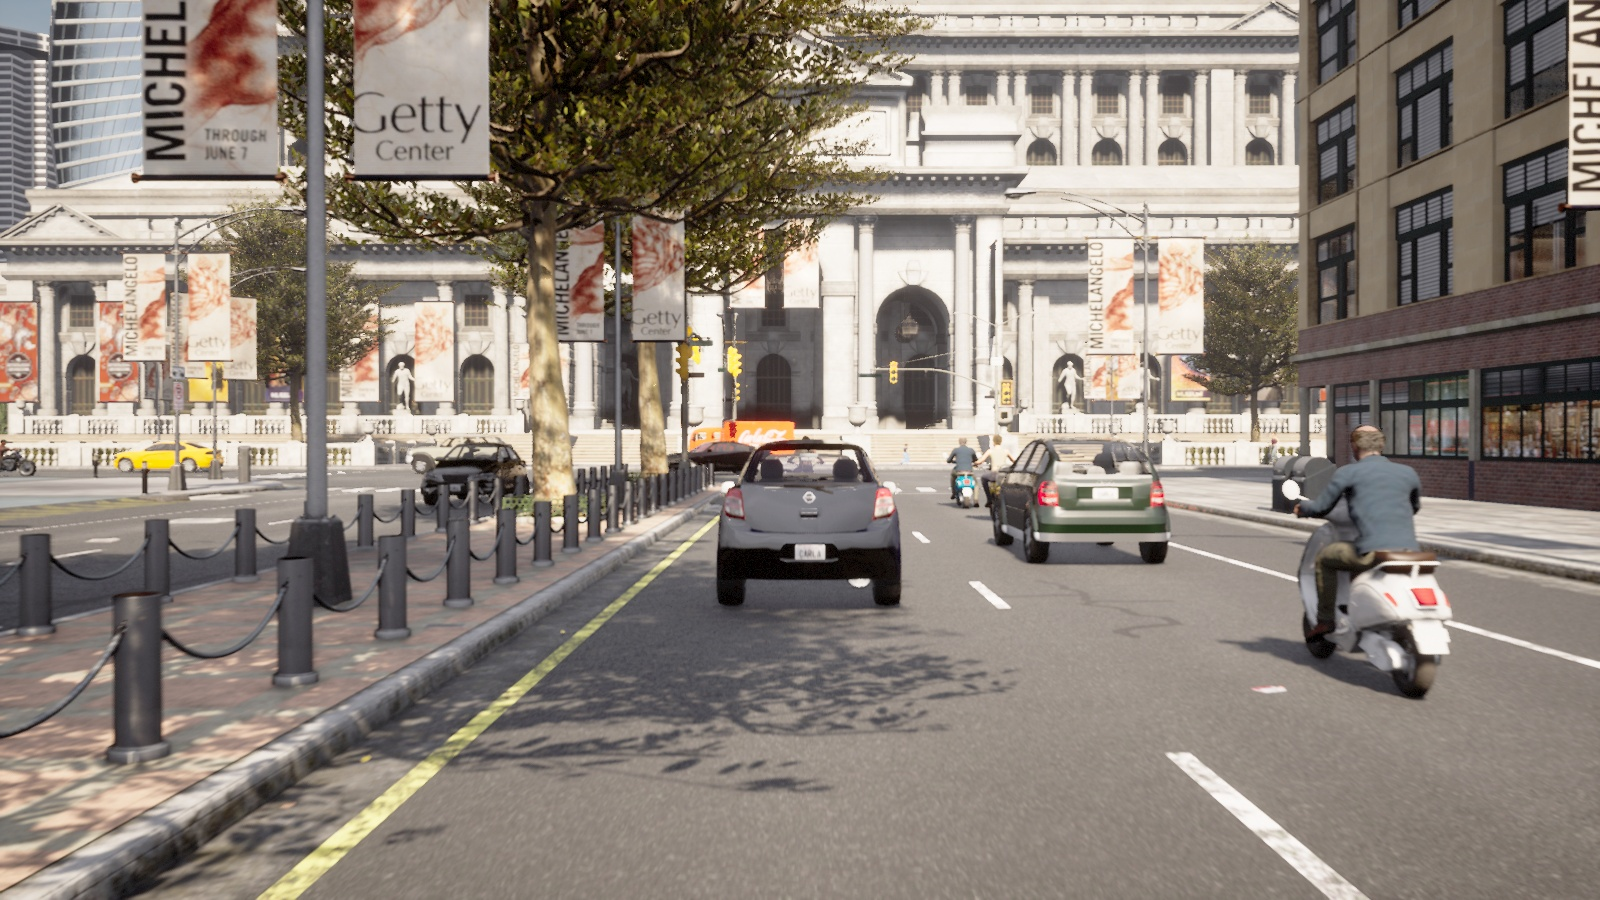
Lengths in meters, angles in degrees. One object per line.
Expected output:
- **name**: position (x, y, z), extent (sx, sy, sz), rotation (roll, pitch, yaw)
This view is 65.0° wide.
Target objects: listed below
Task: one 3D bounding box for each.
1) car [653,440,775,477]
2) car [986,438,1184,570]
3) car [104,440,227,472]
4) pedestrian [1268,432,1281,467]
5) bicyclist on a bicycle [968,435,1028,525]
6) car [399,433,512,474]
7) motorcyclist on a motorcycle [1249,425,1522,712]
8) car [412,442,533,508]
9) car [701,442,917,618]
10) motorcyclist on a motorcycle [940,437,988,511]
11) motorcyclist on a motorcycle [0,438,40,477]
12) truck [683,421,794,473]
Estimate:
- **car**: position (-3.746, 0.353, 54.844), extent (5.008, 1.535, 1.882), rotation (0, 0, -27)
- **car**: position (3.607, 0.617, 16.551), extent (1.789, 1.549, 3.705), rotation (0, 0, 0)
- **car**: position (-30.863, 0.289, 61.167), extent (5.008, 1.535, 1.882), rotation (0, 0, 1)
- **pedestrian**: position (25.569, -0.030, 67.670), extent (0.594, 1.836, 0.345), rotation (0, 0, -7)
- **bicyclist on a bicycle**: position (3.644, 0.530, 23.225), extent (0.866, 1.612, 1.509), rotation (0, 0, 1)
- **car**: position (-15.734, 0.165, 57.520), extent (4.605, 1.855, 1.932), rotation (0, 0, 1)
- **motorcyclist on a motorcycle**: position (3.560, 0.650, 7.849), extent (0.866, 1.590, 1.817), rotation (0, 0, 0)
- **car**: position (-7.816, 0.550, 30.385), extent (1.816, 1.474, 4.193), rotation (0, 0, 0)
- **car**: position (0.086, 0.676, 12.578), extent (1.845, 1.501, 3.633), rotation (0, 0, 0)
- **motorcyclist on a motorcycle**: position (3.651, 0.514, 28.077), extent (0.866, 1.590, 1.817), rotation (0, 0, 1)
- **motorcyclist on a motorcycle**: position (-34.185, 0.306, 54.195), extent (2.350, 1.649, 0.766), rotation (0, 0, 0)
- **truck**: position (-2.918, -0.151, 60.894), extent (5.204, 2.467, 2.627), rotation (0, 0, 1)
